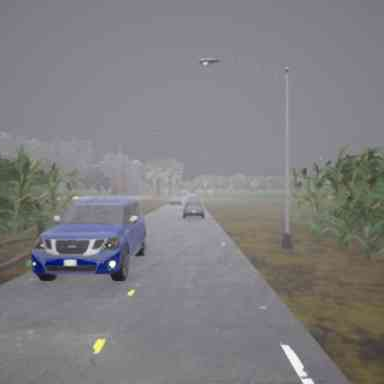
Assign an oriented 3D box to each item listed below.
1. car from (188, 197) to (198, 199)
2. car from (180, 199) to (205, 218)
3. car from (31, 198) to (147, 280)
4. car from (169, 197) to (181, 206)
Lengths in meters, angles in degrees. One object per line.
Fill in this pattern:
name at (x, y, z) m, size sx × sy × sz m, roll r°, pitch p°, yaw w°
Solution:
car at (0.130, 1.420, 45.713) m, size 2.097 × 1.767 × 4.553 m, roll 0°, pitch 0°, yaw 0°
car at (0.127, 1.618, 30.685) m, size 1.994 × 1.385 × 4.181 m, roll 0°, pitch 0°, yaw -1°
car at (-2.750, 1.238, 10.300) m, size 2.150 × 2.045 × 5.566 m, roll 0°, pitch 0°, yaw 0°
car at (-2.773, 1.549, 56.667) m, size 1.882 × 1.535 × 5.008 m, roll 0°, pitch 0°, yaw 1°
